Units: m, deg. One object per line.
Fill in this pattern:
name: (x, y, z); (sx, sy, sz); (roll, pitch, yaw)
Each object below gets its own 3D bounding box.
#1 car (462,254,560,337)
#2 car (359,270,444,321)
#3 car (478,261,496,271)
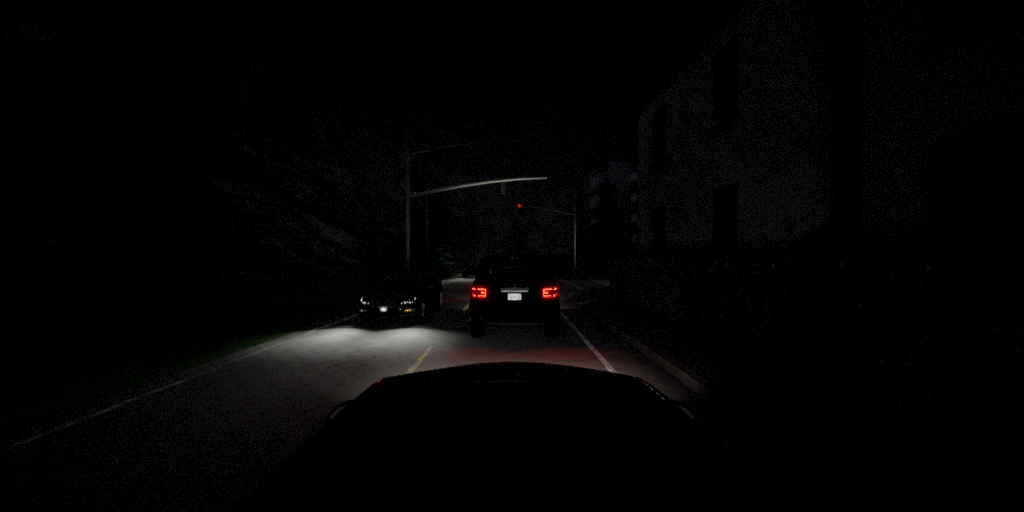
car: (0.063, 0.971, 10.403); (2.150, 2.045, 5.566); (0, 0, 0)
car: (-3.621, 1.255, 12.515); (1.837, 1.490, 4.892); (0, 0, 0)
car: (-3.362, 1.351, 49.289); (1.895, 1.301, 4.718); (0, 0, 4)
